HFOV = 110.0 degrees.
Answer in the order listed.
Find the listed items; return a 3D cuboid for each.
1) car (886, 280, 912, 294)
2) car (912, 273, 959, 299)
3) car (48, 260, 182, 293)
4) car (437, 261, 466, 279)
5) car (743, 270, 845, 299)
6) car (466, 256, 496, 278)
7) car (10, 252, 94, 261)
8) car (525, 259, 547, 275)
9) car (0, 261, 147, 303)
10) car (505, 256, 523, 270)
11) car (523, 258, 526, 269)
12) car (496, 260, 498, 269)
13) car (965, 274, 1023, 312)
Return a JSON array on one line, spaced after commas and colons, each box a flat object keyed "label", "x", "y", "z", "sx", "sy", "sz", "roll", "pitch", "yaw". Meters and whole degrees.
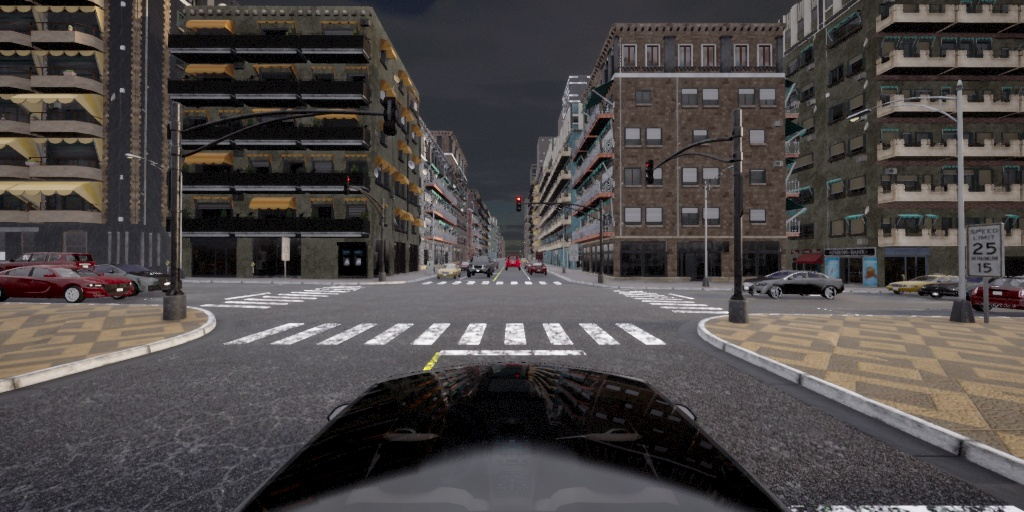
[{"label": "car", "x": 26.266, "y": 1.755, "z": 22.318, "sx": 4.829, "sy": 1.417, "sz": 1.751, "roll": 0, "pitch": 0, "yaw": 0}, {"label": "car", "x": 25.987, "y": 1.745, "z": 19.765, "sx": 5.357, "sy": 1.411, "sz": 2.033, "roll": 1, "pitch": -1, "yaw": 0}, {"label": "car", "x": -17.663, "y": 1.050, "z": 16.275, "sx": 4.181, "sy": 1.385, "sz": 1.994, "roll": 1, "pitch": -1, "yaw": -1}, {"label": "car", "x": -5.659, "y": 1.283, "z": 32.645, "sx": 1.751, "sy": 1.417, "sz": 4.829, "roll": 0, "pitch": 0, "yaw": 0}, {"label": "car", "x": 15.323, "y": 1.523, "z": 19.696, "sx": 4.902, "sy": 1.511, "sz": 2.128, "roll": 1, "pitch": -1, "yaw": -1}, {"label": "car", "x": -3.067, "y": 0.980, "z": 35.221, "sx": 2.150, "sy": 2.045, "sz": 5.566, "roll": 0, "pitch": 0, "yaw": 0}, {"label": "car", "x": -28.626, "y": 0.687, "z": 21.989, "sx": 5.009, "sy": 1.841, "sz": 2.192, "roll": 0, "pitch": 0, "yaw": 0}, {"label": "car", "x": 2.727, "y": 1.304, "z": 38.316, "sx": 1.888, "sy": 1.381, "sz": 4.507, "roll": 0, "pitch": 0, "yaw": 0}, {"label": "car", "x": -17.251, "y": 1.012, "z": 13.684, "sx": 4.507, "sy": 1.381, "sz": 1.888, "roll": 0, "pitch": 0, "yaw": 0}, {"label": "car", "x": 0.151, "y": 0.987, "z": 54.069, "sx": 2.150, "sy": 2.045, "sz": 5.566, "roll": 0, "pitch": 0, "yaw": 0}, {"label": "car", "x": 2.733, "y": 1.201, "z": 43.840, "sx": 1.967, "sy": 1.591, "sz": 4.097, "roll": 0, "pitch": 0, "yaw": 0}, {"label": "car", "x": -3.056, "y": 1.266, "z": 45.260, "sx": 1.837, "sy": 1.490, "sz": 4.892, "roll": 0, "pitch": 0, "yaw": 0}, {"label": "car", "x": 20.847, "y": 1.501, "z": 13.968, "sx": 4.097, "sy": 1.591, "sz": 1.967, "roll": 0, "pitch": 0, "yaw": 0}]
